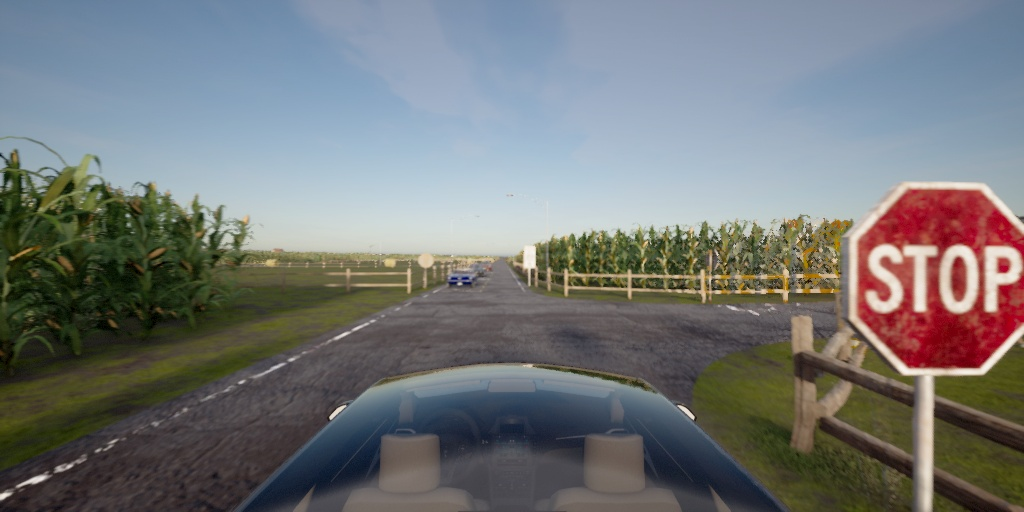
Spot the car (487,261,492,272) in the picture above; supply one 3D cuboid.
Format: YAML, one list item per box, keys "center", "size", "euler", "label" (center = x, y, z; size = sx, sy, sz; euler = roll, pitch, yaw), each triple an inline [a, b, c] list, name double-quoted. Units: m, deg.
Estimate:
- center: [-4.308, 1.635, 58.442]
  size: [2.097, 1.767, 4.553]
  euler: [0, 0, -1]
  label: "car"

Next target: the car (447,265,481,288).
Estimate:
- center: [-3.531, 1.577, 26.144]
  size: [1.895, 1.301, 4.718]
  euler: [0, -1, -1]
  label: "car"

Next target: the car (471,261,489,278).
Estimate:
- center: [-3.888, 1.615, 39.953]
  size: [1.837, 1.490, 4.892]
  euler: [0, -1, -1]
  label: "car"
